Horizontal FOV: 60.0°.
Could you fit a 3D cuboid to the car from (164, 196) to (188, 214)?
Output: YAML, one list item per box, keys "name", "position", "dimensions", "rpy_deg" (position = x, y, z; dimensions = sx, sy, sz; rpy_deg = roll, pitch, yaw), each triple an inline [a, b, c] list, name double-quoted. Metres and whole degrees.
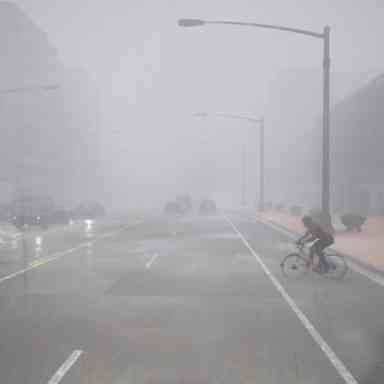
- name: "car"
  position: [-1.805, 1.556, 35.966]
  dimensions: [1.882, 1.535, 5.008]
  rpy_deg: [0, 0, 3]

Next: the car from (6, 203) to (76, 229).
- name: "car"
  position: [-9.598, 1.610, 21.650]
  dimensions: [1.895, 1.301, 4.718]
  rpy_deg: [0, 0, 3]

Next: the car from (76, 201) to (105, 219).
- name: "car"
  position: [-9.235, 1.566, 29.919]
  dimensions: [1.812, 1.442, 4.674]
  rpy_deg: [0, 0, 3]

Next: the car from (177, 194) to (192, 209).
- name: "car"
  position: [-1.224, 1.346, 48.547]
  dimensions: [2.150, 2.045, 5.566]
  rpy_deg: [0, 0, 3]

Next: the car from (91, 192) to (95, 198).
- name: "car"
  position: [-25.657, 0.761, 82.982]
  dimensions: [1.970, 1.475, 3.806]
  rpy_deg: [0, 2, 3]

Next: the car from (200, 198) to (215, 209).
- name: "car"
  position: [2.311, 1.625, 49.119]
  dimensions: [2.128, 1.511, 4.902]
  rpy_deg: [0, 0, 3]

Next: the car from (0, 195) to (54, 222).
- name: "car"
  position: [-12.917, 1.242, 26.468]
  dimensions: [2.150, 2.045, 5.566]
  rpy_deg: [0, 0, 2]

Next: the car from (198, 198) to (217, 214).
- name: "car"
  position: [1.745, 1.579, 36.759]
  dimensions: [2.128, 1.511, 4.902]
  rpy_deg: [0, 0, 3]

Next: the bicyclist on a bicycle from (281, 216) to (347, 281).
- name: "bicyclist on a bicycle"
  position: [3.078, 1.444, 8.418]
  dimensions: [1.656, 1.620, 0.582]
  rpy_deg: [-1, 0, 3]
